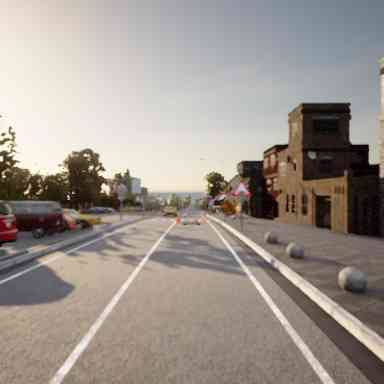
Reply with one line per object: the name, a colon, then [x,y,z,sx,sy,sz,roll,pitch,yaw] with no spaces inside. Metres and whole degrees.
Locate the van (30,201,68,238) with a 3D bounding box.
van: [-9.645,1.486,18.590,4.442,1.987,1.878,0,-1,0]

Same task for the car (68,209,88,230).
car: [-9.574,1.667,21.624,4.553,1.767,2.185,0,-2,0]

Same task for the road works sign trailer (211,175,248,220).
road works sign trailer: [3.368,0.465,29.086,2.880,2.380,3.560,-5,34,51]

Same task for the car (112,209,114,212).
car: [-21.796,4.385,79.921,5.008,1.535,2.097,0,-3,0]

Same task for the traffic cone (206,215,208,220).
traffic cone: [1.635,2.833,36.776,0.340,0.580,0.340,0,-3,0]

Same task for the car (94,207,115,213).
car: [-21.775,4.576,83.064,4.674,1.452,2.002,0,-3,0]

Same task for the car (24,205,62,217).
car: [-21.951,2.780,49.078,4.553,1.767,2.185,0,-3,0]

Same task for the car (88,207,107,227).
car: [-9.371,1.879,24.538,5.366,1.575,1.946,0,-2,0]

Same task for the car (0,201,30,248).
car: [-9.522,1.315,12.400,5.566,2.045,2.435,0,-1,0]

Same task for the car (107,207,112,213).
car: [-21.799,4.229,76.652,4.892,1.521,2.231,0,-3,0]

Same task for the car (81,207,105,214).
car: [-21.815,4.111,73.378,4.674,1.452,2.002,0,-3,0]

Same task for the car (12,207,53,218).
car: [-21.892,2.795,45.903,4.674,1.452,2.002,0,-3,0]

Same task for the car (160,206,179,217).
car: [-3.265,3.029,50.898,1.882,1.535,5.008,0,-3,0]

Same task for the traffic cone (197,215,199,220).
traffic cone: [0.635,2.833,36.777,0.340,0.580,0.340,0,-3,0]
